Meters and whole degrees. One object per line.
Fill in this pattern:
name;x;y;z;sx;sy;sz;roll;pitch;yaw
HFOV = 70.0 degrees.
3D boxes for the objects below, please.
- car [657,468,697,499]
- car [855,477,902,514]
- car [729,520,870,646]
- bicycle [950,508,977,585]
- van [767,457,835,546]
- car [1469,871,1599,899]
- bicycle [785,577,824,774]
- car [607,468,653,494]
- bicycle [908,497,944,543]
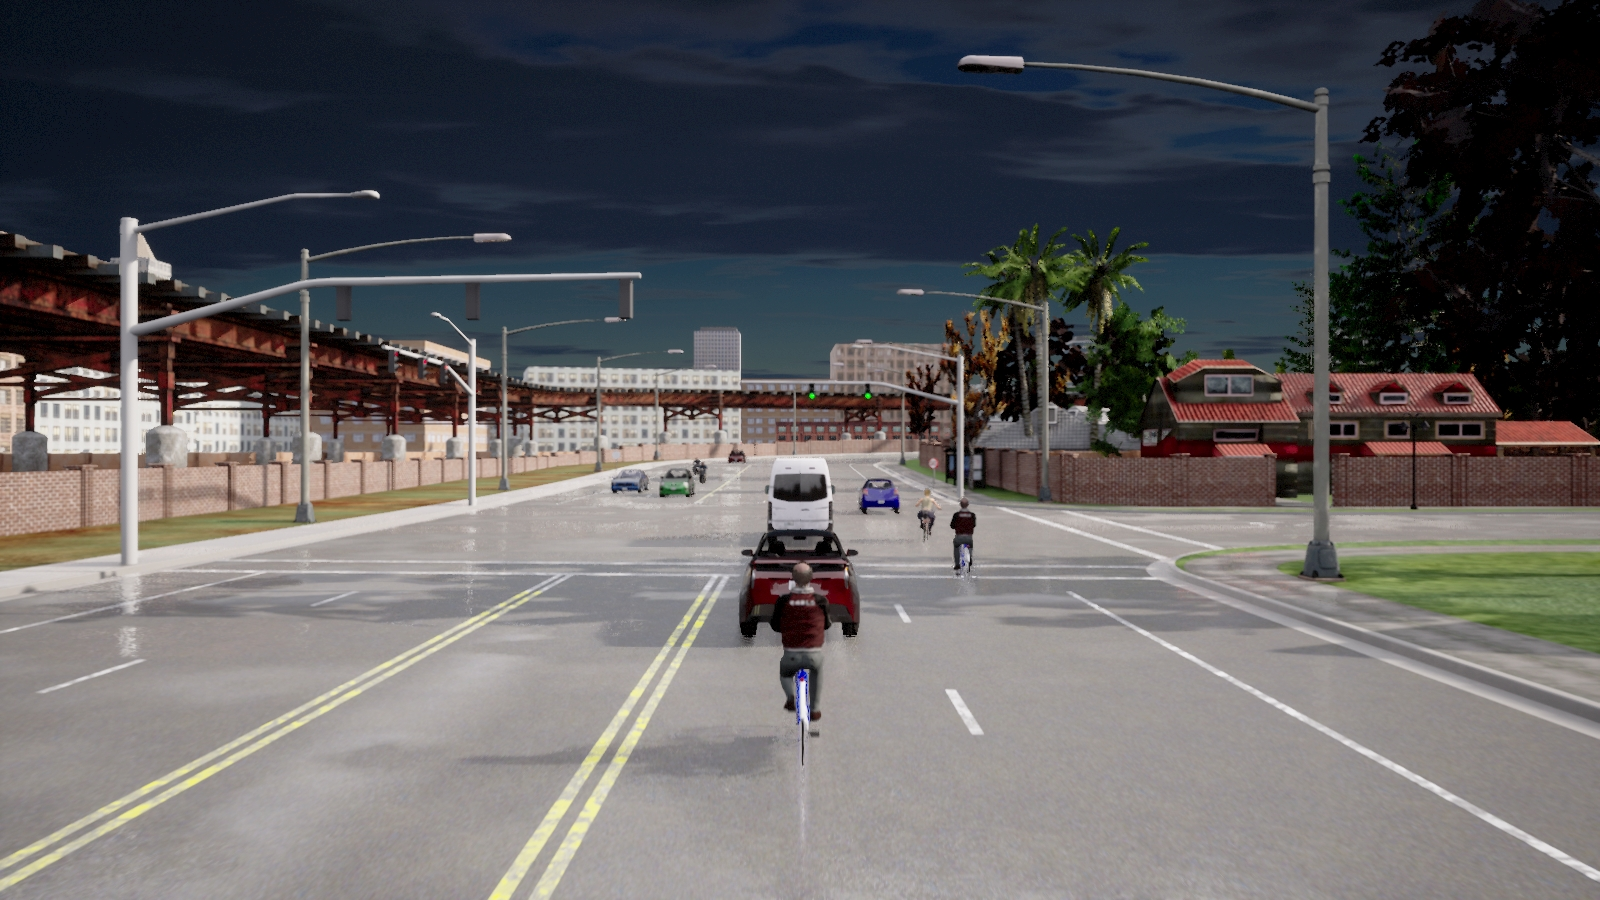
car;-6.999;1.875;65.327;1.851;1.617;3.988;0;1;0
car;3.500;2.011;51.231;1.845;1.501;3.633;0;0;0
car;-0.005;2.041;18.622;2.007;1.525;4.514;0;0;0
bicycle;3.517;2.049;24.661;0.329;1.496;1.835;0;0;0
van;0.014;1.532;36.387;1.988;2.561;5.915;0;0;0
car;3.060;2.105;1.056;2.033;1.411;5.357;0;0;4
bicycle;0.036;2.049;10.775;0.329;1.496;1.835;0;0;0
car;-10.499;1.917;71.040;2.033;1.411;5.357;0;1;0
bicycle;3.891;2.142;35.147;0.859;1.301;1.487;2;1;13
